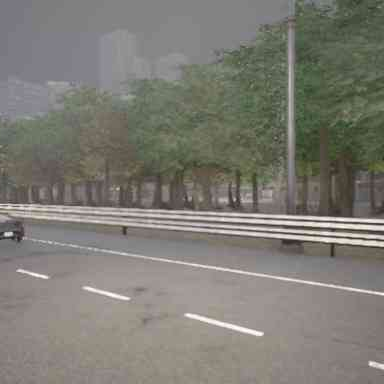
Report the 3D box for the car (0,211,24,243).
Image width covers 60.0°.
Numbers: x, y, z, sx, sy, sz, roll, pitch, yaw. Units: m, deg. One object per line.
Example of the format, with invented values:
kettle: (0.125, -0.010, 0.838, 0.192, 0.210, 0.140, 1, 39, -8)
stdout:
car: (-9.254, 1.540, 14.770, 4.674, 1.442, 1.812, 0, 0, 36)
